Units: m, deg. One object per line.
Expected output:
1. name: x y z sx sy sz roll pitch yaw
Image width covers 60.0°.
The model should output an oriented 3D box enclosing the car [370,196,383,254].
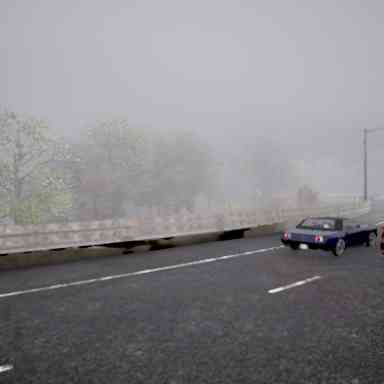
1. car: 7.912 1.217 10.513 5.566 2.045 2.150 0 0 -42

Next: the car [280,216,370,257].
1. car: 5.555 1.610 13.084 4.718 1.301 1.895 0 0 -42

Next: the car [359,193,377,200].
1. car: 38.915 1.357 74.813 1.882 1.535 5.008 0 0 7

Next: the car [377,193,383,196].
1. car: 42.371 1.389 74.262 1.812 1.442 4.674 0 0 7
